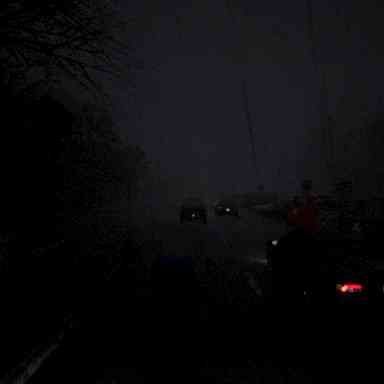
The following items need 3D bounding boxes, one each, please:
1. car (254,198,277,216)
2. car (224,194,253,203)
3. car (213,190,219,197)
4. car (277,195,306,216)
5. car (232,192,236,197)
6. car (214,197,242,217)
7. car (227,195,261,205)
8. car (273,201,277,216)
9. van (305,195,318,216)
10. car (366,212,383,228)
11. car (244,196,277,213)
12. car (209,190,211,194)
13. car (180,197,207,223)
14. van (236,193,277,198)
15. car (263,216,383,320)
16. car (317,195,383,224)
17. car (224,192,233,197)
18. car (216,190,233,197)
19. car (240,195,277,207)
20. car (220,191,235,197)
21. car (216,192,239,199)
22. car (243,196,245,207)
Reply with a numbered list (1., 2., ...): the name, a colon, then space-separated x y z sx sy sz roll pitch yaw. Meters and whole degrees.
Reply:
1. car: 8.036 1.467 27.839 4.792 1.488 2.163 1 1 -20
2. car: 8.053 1.104 57.691 4.674 1.452 2.002 1 1 -20
3. car: 8.084 0.662 69.628 5.566 2.045 2.435 1 0 -20
4. car: 8.095 1.221 18.910 5.566 2.045 2.435 1 0 -20
5. car: 8.033 1.164 42.765 4.553 1.767 2.185 0 1 -20
6. car: 3.093 1.490 30.823 1.994 1.385 4.181 0 0 0
7. car: 8.085 1.184 51.738 4.792 1.488 2.163 0 1 -20
8. car: 8.061 1.503 21.882 4.674 1.452 2.002 1 0 -20
9. van: 7.961 1.248 15.867 4.442 1.987 1.878 1 0 -20
10. car: 8.062 1.482 9.946 4.892 1.521 2.231 1 0 -20
11. car: 7.891 1.412 30.766 5.366 1.575 1.946 1 1 -20
12. car: 7.878 0.740 87.443 5.366 1.575 1.946 1 1 -20
13. car: 0.094 1.439 25.100 1.882 1.535 5.008 0 0 0
14. van: 7.956 1.104 39.737 4.442 1.987 1.878 0 1 -20
15. car: 3.098 1.540 7.655 2.033 1.411 5.357 0 0 0
16. car: 8.046 1.227 12.914 5.566 2.045 2.435 1 0 -20
17. car: 7.885 1.197 48.676 5.366 1.575 1.946 0 1 -20
18. car: 8.065 0.949 66.630 4.892 1.521 2.231 1 1 -20
19. car: 8.056 1.403 36.808 4.674 1.452 2.002 1 0 -20
20. car: 7.885 1.103 54.642 5.366 1.575 1.946 0 1 -20
21. car: 8.047 0.853 75.581 4.892 1.521 2.231 1 0 -20
22. car: 8.089 1.425 33.836 4.792 1.488 2.163 1 0 -20
